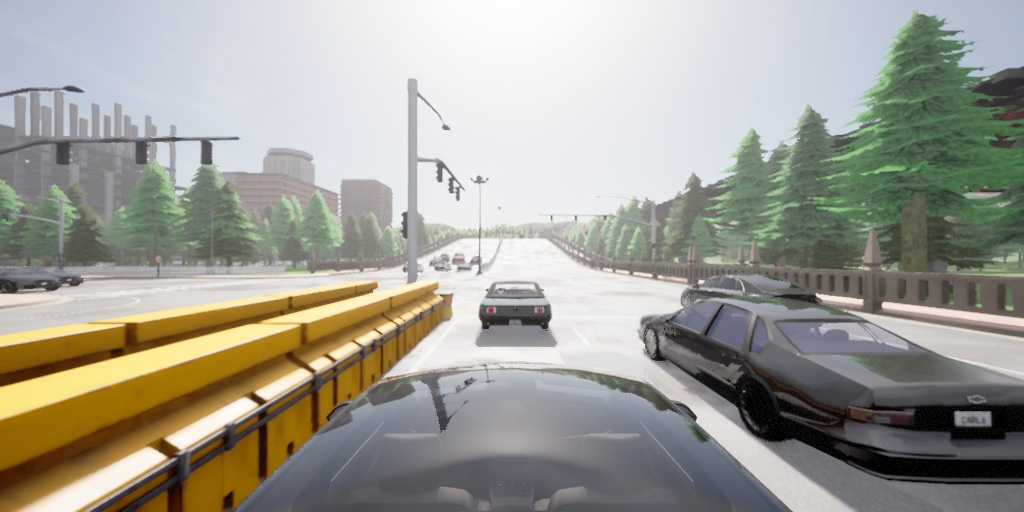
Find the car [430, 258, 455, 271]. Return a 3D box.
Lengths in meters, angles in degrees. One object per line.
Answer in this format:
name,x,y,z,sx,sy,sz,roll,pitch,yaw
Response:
car,-10.577,1.523,55.063,2.033,1.411,5.357,0,1,0

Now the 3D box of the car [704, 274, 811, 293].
car,7.090,1.308,11.208,1.837,1.490,4.892,0,0,0

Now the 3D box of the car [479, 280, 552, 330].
car,0.091,1.403,11.236,1.895,1.301,4.718,0,0,0

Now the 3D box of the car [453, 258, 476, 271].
car,-7.080,1.535,54.211,2.033,1.411,5.357,0,1,0

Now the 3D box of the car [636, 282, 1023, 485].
car,3.575,1.317,5.281,2.033,1.411,5.357,0,0,0

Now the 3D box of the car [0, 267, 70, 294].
car,-29.086,1.419,20.845,4.181,1.385,1.994,0,0,2

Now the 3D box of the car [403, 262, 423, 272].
car,-13.991,1.573,50.765,1.994,1.385,4.181,0,0,0

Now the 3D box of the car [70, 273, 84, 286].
car,-32.088,1.439,24.458,4.181,1.385,1.994,0,0,2
